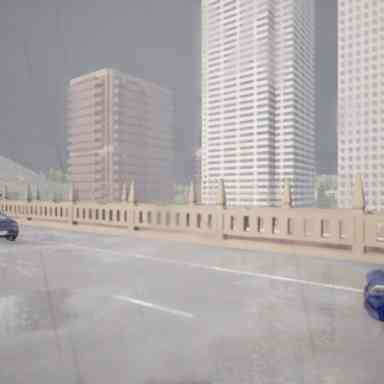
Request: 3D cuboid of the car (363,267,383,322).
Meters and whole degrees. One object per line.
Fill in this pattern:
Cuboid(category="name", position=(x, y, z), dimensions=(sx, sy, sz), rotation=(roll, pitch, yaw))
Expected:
Cuboid(category="car", position=(5.038, 1.526, 4.698), dimensions=(4.674, 1.442, 1.812), rotation=(0, 0, 35))

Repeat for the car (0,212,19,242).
Cuboid(category="car", position=(-9.720, 1.530, 15.217), dimensions=(4.674, 1.442, 1.812), rotation=(0, 0, 35))
